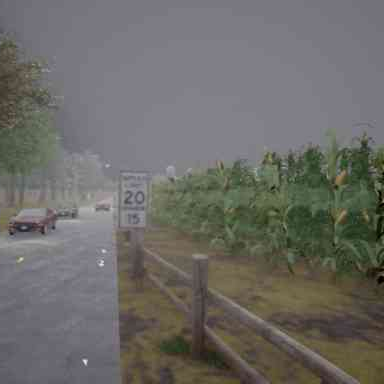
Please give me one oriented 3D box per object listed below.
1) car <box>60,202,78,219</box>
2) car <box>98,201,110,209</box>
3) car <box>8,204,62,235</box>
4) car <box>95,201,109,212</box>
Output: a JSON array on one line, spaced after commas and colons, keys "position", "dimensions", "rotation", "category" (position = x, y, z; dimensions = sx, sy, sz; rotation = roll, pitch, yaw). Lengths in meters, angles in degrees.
[{"position": [-12.459, 1.830, 33.058], "dimensions": [1.837, 1.490, 4.892], "rotation": [1, -1, -13], "category": "car"}, {"position": [-15.539, 2.304, 58.645], "dimensions": [1.895, 1.301, 4.718], "rotation": [1, -1, -13], "category": "car"}, {"position": [-9.438, 1.643, 20.030], "dimensions": [1.882, 1.535, 5.008], "rotation": [1, -1, -13], "category": "car"}, {"position": [-13.132, 2.182, 48.742], "dimensions": [1.895, 1.301, 4.718], "rotation": [1, -1, -13], "category": "car"}]
